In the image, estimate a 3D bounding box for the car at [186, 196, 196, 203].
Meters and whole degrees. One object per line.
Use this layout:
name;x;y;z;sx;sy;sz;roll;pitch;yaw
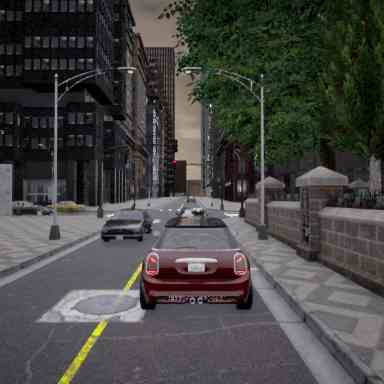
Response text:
car;-0.242;1.692;73.864;1.812;1.442;4.674;0;0;0

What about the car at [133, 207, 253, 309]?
car;0.071;1.357;8.012;2.097;1.767;4.553;0;0;0

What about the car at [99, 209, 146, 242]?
car;-3.054;1.561;16.666;2.033;1.411;5.357;0;0;0

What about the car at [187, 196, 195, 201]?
car;-0.315;1.805;91.408;1.994;1.385;4.181;0;0;0

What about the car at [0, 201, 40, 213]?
car;-20.245;1.707;38.581;4.403;1.369;2.008;0;-1;0

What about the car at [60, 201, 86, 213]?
car;-14.902;1.675;38.570;4.829;1.417;1.752;0;-1;0

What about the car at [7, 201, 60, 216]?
car;-14.741;1.517;30.046;4.403;1.369;2.008;0;-1;0

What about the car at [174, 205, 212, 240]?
car;0.035;1.541;18.138;1.812;1.442;4.674;0;0;0
